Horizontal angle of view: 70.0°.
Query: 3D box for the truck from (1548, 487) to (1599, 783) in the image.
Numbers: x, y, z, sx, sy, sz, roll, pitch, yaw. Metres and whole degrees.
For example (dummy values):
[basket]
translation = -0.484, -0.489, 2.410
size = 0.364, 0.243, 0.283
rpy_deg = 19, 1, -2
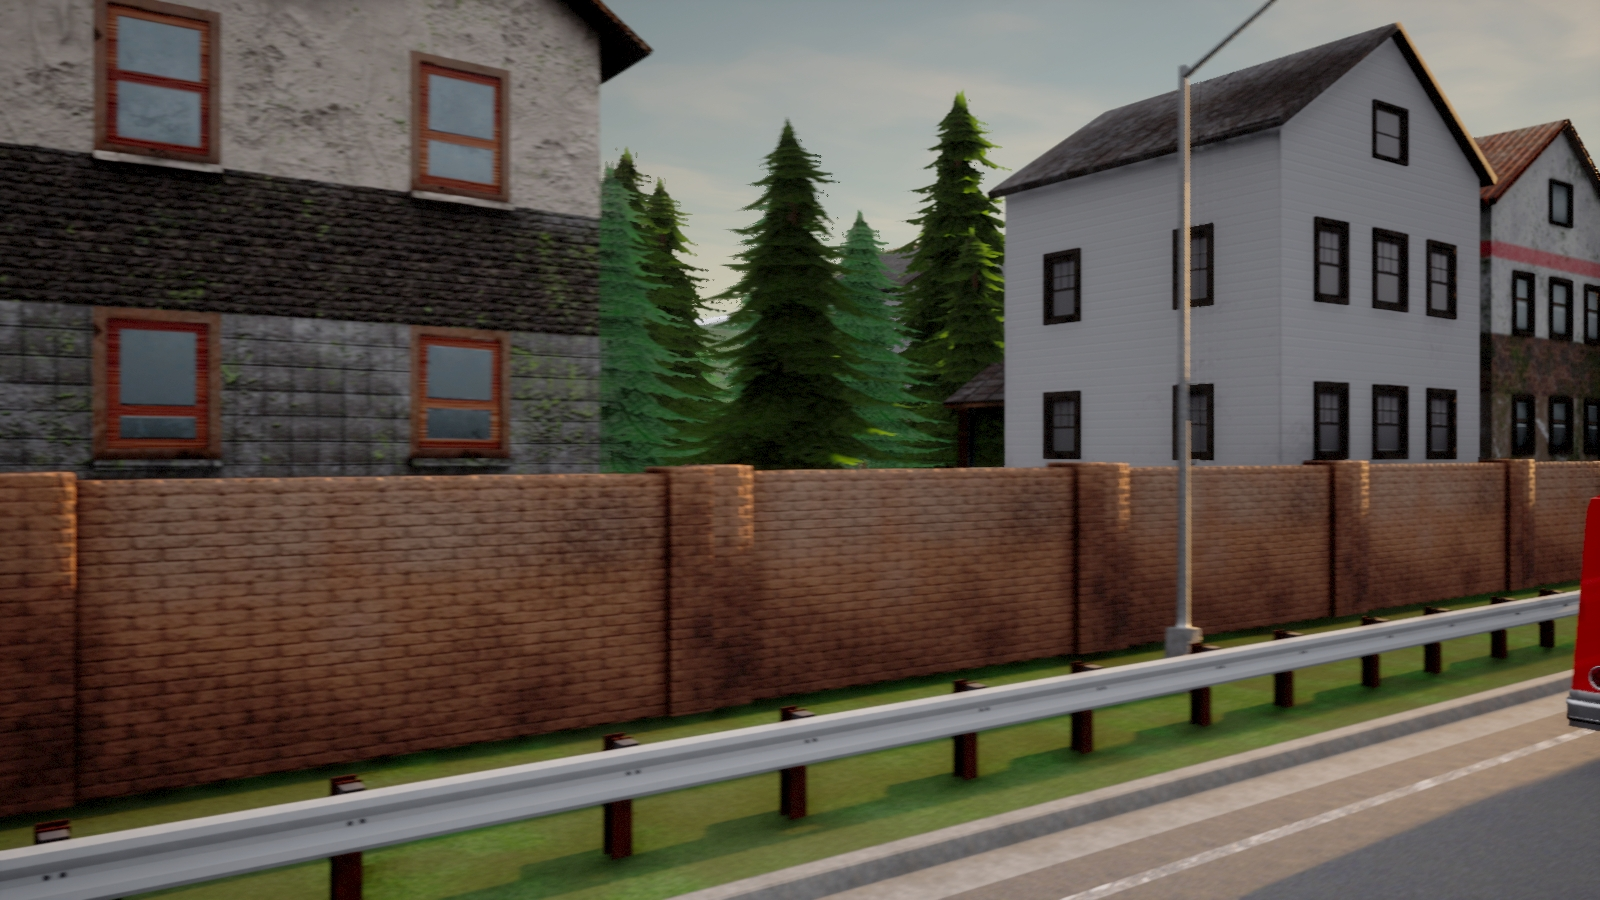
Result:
[truck]
translation = 9.394, 1.576, 10.359
size = 5.204, 2.467, 2.627
rpy_deg = 0, 0, -35
